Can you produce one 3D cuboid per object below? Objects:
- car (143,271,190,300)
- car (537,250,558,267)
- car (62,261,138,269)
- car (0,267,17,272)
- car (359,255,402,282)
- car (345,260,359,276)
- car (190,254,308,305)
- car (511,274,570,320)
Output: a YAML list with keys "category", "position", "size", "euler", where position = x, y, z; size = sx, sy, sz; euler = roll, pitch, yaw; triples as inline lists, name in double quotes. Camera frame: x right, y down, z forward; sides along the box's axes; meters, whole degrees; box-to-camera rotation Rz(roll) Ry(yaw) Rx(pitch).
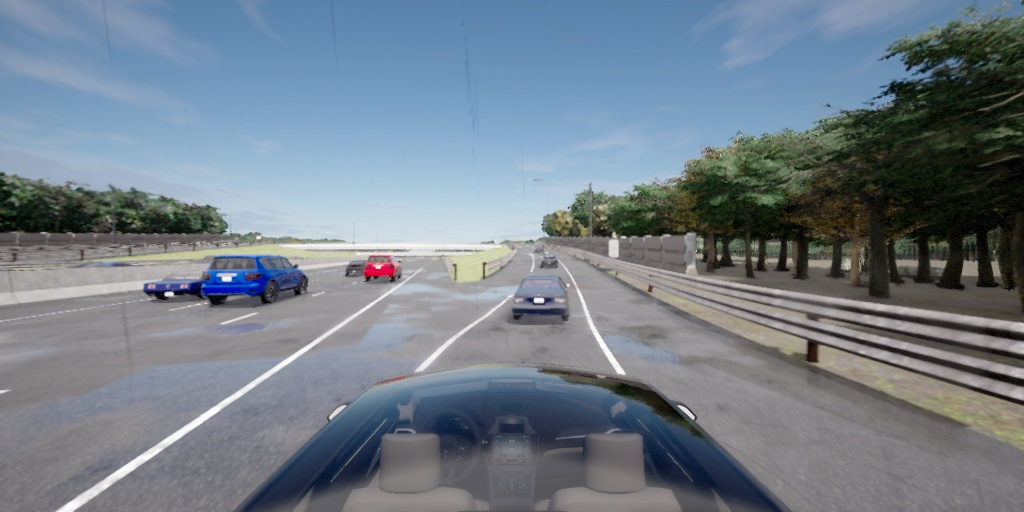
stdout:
- category: "car"
  position: [-15.051, 1.338, 17.501]
  size: [1.895, 1.301, 4.718]
  euler: [0, 0, -11]
- category: "car"
  position: [4.206, 0.426, 40.821]
  size: [2.128, 1.511, 4.902]
  euler: [0, 3, 5]
- category: "car"
  position: [-31.450, 1.201, 27.738]
  size: [1.882, 1.535, 5.008]
  euler: [0, 1, -11]
- category: "car"
  position: [-25.816, 1.260, 16.843]
  size: [2.128, 1.511, 4.902]
  euler: [0, 0, -11]
- category: "car"
  position: [-10.073, 0.908, 28.268]
  size: [2.150, 2.045, 5.566]
  euler: [0, 0, -11]
- category: "car"
  position: [-14.841, 1.137, 35.076]
  size: [1.837, 1.490, 4.892]
  euler: [0, 1, -11]
- category: "car"
  position: [-11.234, 0.953, 16.135]
  size: [2.150, 2.045, 5.566]
  euler: [0, 0, -11]
- category: "car"
  position: [1.110, 1.358, 13.036]
  size: [2.033, 1.411, 5.357]
  euler: [0, 0, 7]
